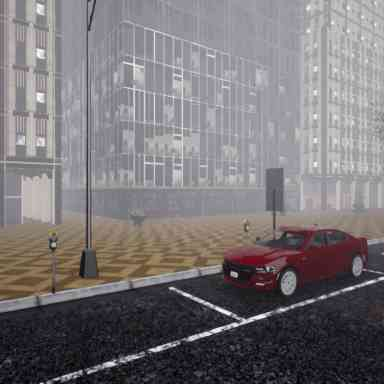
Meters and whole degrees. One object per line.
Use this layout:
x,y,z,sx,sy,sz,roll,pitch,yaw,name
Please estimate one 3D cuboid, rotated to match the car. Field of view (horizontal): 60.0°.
2.743,1.545,8.529,4.507,1.381,1.887,0,0,-36,car
